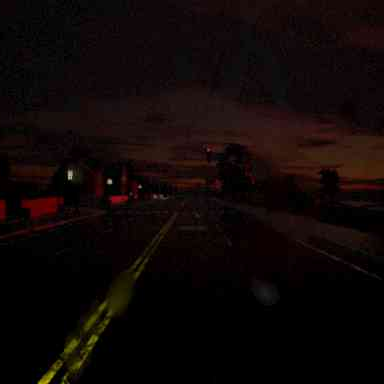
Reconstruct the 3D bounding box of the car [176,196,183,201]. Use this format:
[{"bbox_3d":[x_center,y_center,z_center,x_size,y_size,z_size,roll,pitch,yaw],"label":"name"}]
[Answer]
[{"bbox_3d":[-3.228,1.658,86.349,1.895,1.301,4.718,0,0,0],"label":"car"}]
